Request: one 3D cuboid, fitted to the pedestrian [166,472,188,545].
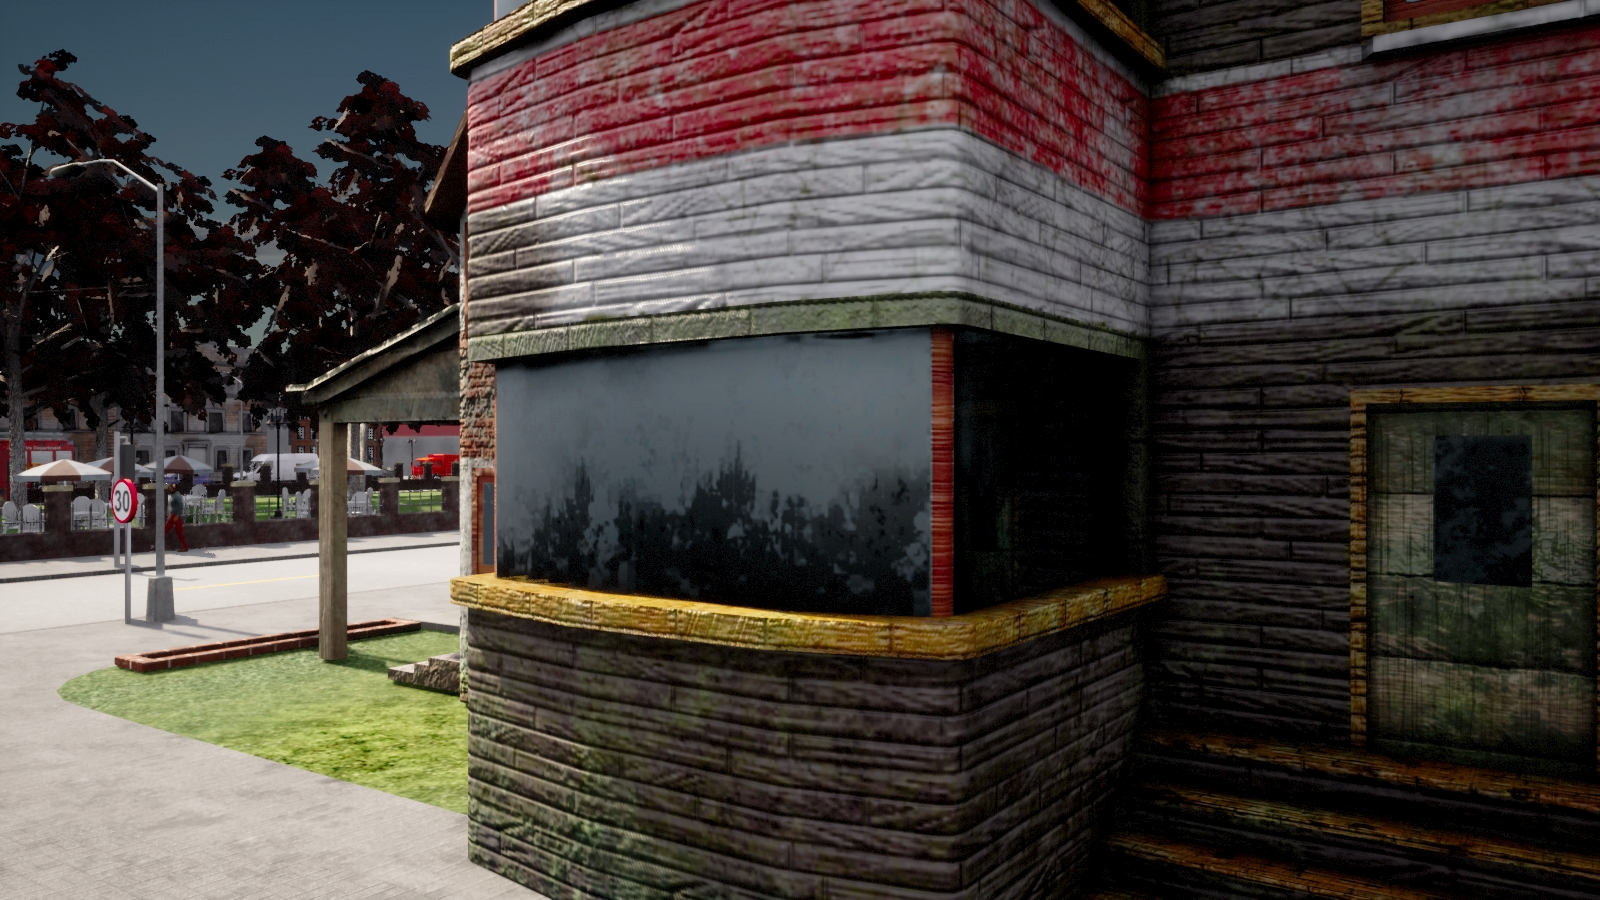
[{"bbox_3d":[-16.144,1.517,29.588,0.375,1.860,0.375,0,0,36],"label":"pedestrian"}]
